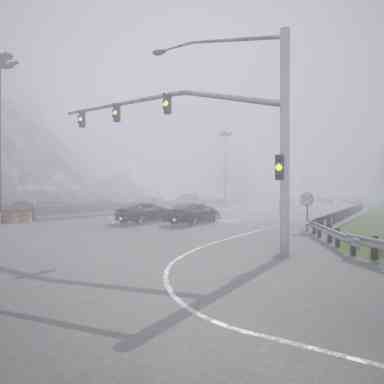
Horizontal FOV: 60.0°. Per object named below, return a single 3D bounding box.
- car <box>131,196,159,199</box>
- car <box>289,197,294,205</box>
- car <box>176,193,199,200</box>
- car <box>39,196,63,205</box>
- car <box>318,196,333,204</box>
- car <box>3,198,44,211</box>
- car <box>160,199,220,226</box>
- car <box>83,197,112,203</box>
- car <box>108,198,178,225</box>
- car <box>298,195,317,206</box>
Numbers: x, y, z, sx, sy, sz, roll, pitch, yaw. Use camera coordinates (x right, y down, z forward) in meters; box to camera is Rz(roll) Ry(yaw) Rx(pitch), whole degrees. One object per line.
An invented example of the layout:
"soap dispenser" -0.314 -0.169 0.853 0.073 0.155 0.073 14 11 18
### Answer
"car" -5.740 1.432 46.748 2.128 1.511 4.902 0 0 32
"car" 16.641 1.535 58.409 1.994 1.385 4.181 0 0 22
"car" -0.794 1.163 54.864 2.150 2.045 5.566 0 0 29
"car" -19.654 1.268 44.392 2.097 1.767 4.553 0 0 33
"car" 25.630 1.548 63.296 1.994 1.385 4.181 0 0 16
"car" -16.198 1.500 30.282 1.994 1.385 4.181 0 0 33
"car" 0.195 1.481 23.062 1.837 1.490 4.892 0 1 33
"car" -10.770 1.539 38.793 1.895 1.301 4.718 0 0 33
"car" -3.392 1.473 23.948 1.837 1.490 4.892 0 1 33
"car" 18.992 1.581 54.711 1.895 1.301 4.718 0 0 23
